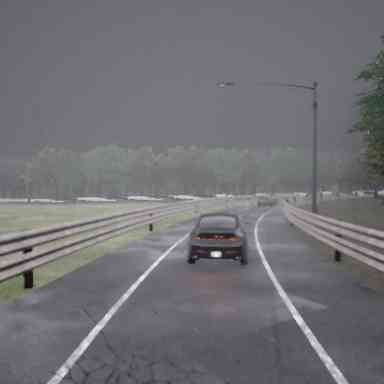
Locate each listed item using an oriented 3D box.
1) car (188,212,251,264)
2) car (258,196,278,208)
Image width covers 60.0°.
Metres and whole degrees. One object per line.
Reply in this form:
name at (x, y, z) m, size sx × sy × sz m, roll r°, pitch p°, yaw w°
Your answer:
car at (0.982, 1.473, 11.800) m, size 1.837 × 1.490 × 4.892 m, roll 0°, pitch 1°, yaw 7°
car at (9.671, 1.200, 42.139) m, size 2.128 × 1.511 × 4.902 m, roll 0°, pitch 1°, yaw 25°
